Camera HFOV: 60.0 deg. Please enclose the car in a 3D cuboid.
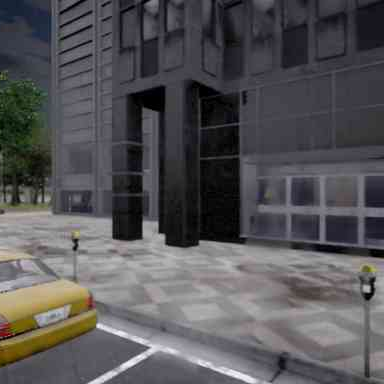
[{"bbox_3d":[-3.632,1.538,5.561,4.829,1.417,1.752,0,0,36],"label":"car"}]
